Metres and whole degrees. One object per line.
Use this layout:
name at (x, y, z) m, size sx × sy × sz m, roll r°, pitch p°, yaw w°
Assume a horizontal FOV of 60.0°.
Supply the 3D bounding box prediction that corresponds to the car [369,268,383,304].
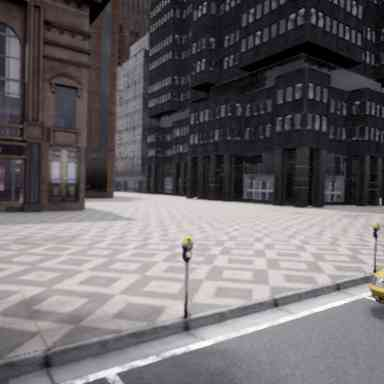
car at (5.489, 1.534, 6.784) m, size 4.829 × 1.417 × 1.752 m, roll 1°, pitch 1°, yaw -34°
